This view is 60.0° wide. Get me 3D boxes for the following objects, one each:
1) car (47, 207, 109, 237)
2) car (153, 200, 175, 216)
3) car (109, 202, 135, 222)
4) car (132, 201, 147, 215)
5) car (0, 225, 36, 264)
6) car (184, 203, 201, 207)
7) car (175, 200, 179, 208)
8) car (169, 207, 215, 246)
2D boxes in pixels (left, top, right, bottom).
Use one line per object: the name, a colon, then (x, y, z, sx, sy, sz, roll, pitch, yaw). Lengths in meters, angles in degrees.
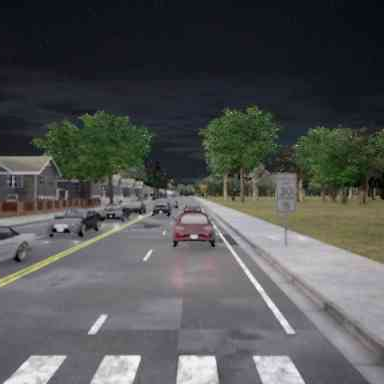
car: (-6.610, 1.656, 19.171, 2.128, 1.511, 4.902, 0, 0, 0)
car: (-3.182, 1.813, 36.294, 1.837, 1.490, 4.892, 0, 0, 0)
car: (-6.601, 1.812, 29.055, 1.994, 1.385, 4.181, 0, 0, 0)
car: (-6.562, 1.810, 39.218, 1.882, 1.535, 5.008, 0, 0, 0)
car: (-6.607, 1.688, 9.896, 1.895, 1.301, 4.718, 0, 0, 0)
car: (0.064, 1.911, 36.596, 1.895, 1.301, 4.718, 0, 0, 0)
car: (-3.211, 2.013, 55.160, 2.033, 1.411, 5.357, 0, -1, 0)
car: (0.087, 1.662, 15.839, 1.812, 1.442, 4.674, 0, 0, 0)
